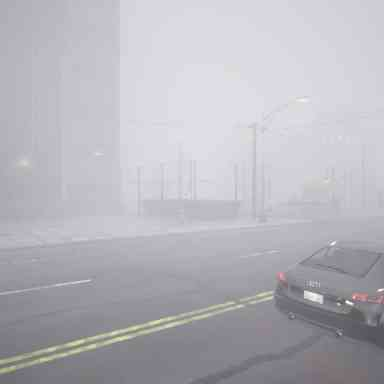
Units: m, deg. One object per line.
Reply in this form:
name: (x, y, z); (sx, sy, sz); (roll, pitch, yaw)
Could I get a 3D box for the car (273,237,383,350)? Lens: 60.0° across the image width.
car: (3.480, 1.564, 6.227); (4.181, 1.385, 1.994); (0, 0, -35)

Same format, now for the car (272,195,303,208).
car: (13.347, 1.254, 44.710); (4.553, 1.767, 2.185); (0, 0, -36)

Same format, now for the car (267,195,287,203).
car: (17.356, 1.452, 67.771); (3.806, 1.475, 1.970); (0, 0, -36)

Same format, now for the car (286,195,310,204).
car: (20.261, 1.420, 63.769); (4.674, 1.452, 2.002); (0, 0, -36)
